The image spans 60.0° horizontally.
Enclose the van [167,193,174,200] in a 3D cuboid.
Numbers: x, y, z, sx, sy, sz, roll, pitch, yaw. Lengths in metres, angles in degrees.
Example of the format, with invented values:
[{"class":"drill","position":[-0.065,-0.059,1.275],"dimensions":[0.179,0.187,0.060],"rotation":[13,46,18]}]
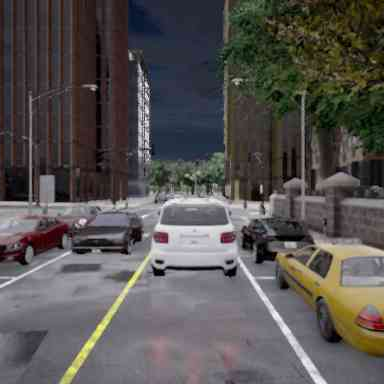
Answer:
[{"class":"van","position":[-5.555,1.068,87.018],"dimensions":[1.690,1.788,3.998],"rotation":[0,0,0]}]

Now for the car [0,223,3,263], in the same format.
[{"class":"car","position":[-5.751,1.529,6.053],"dimensions":[2.008,1.369,4.403],"rotation":[0,0,0]}]

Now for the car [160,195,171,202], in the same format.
[{"class":"car","position":[-5.594,1.355,70.706],"dimensions":[1.802,1.307,4.206],"rotation":[0,0,0]}]

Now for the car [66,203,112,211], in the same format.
[{"class":"car","position":[-5.725,1.381,16.967],"dimensions":[1.967,1.590,4.097],"rotation":[0,0,0]}]

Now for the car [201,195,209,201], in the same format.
[{"class":"car","position":[2.944,1.302,76.123],"dimensions":[1.887,1.381,4.507],"rotation":[0,0,0]}]

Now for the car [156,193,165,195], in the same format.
[{"class":"car","position":[-5.621,1.120,59.831],"dimensions":[2.192,1.841,5.009],"rotation":[0,0,0]}]

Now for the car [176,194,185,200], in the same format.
[{"class":"car","position":[-2.801,1.197,83.234],"dimensions":[1.994,1.385,4.181],"rotation":[0,0,0]}]

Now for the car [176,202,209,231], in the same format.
[{"class":"car","position":[0.072,1.454,20.735],"dimensions":[1.812,1.442,4.674],"rotation":[0,0,1]}]

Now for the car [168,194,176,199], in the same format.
[{"class":"car","position":[-5.542,1.263,92.457],"dimensions":[2.008,1.369,4.403],"rotation":[0,0,0]}]

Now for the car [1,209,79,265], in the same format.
[{"class":"car","position":[-5.738,1.504,11.510],"dimensions":[1.887,1.381,4.507],"rotation":[0,0,0]}]

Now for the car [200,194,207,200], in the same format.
[{"class":"car","position":[2.971,1.252,87.168],"dimensions":[1.752,1.417,4.829],"rotation":[0,0,0]}]

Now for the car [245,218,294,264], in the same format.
[{"class":"car","position":[2.787,1.525,11.491],"dimensions":[1.947,1.339,4.313],"rotation":[0,0,0]}]

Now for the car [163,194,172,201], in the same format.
[{"class":"car","position":[-5.582,1.283,75.974],"dimensions":[1.752,1.417,4.829],"rotation":[0,0,0]}]

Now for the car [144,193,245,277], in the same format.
[{"class":"car","position":[0.081,1.188,10.213],"dimensions":[2.150,2.045,5.566],"rotation":[0,1,1]}]

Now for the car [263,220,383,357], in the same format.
[{"class":"car","position":[2.774,1.503,6.204],"dimensions":[1.752,1.417,4.829],"rotation":[0,0,0]}]

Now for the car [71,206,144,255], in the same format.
[{"class":"car","position":[-3.055,1.501,13.301],"dimensions":[2.033,1.411,5.357],"rotation":[0,0,0]}]
